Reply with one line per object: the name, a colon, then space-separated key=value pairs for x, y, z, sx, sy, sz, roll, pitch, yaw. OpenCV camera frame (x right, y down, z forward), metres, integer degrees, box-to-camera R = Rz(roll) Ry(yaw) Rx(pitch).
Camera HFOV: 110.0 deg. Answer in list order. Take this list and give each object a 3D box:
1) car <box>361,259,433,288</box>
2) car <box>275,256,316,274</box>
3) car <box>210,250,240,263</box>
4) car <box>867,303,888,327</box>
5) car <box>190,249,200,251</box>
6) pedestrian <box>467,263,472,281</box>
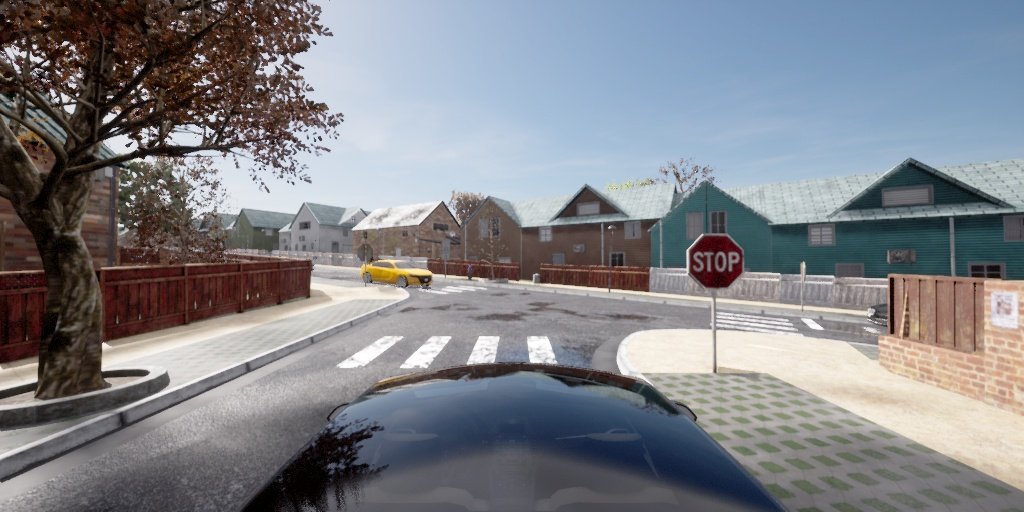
car: x=-6.922 y=0.995 z=21.480 sx=5.008 sy=1.535 sz=1.882 roll=2 pitch=0 yaw=32
car: x=-17.489 y=0.706 z=28.148 sx=4.718 sy=1.301 sz=1.895 roll=2 pitch=0 yaw=32
car: x=-27.105 y=0.220 z=34.230 sx=5.008 sy=1.535 sz=1.882 roll=2 pitch=0 yaw=33
car: x=14.657 y=1.936 z=11.340 sx=4.892 sy=1.490 sz=1.837 roll=3 pitch=0 yaw=32
car: x=-42.100 y=-0.259 z=47.053 sx=4.674 sy=1.442 sz=1.812 roll=2 pitch=0 yaw=32
pedestrian: x=-3.044 y=1.111 z=25.959 sx=0.375 sy=1.300 sz=0.375 roll=-1 pitch=-5 yaw=32
